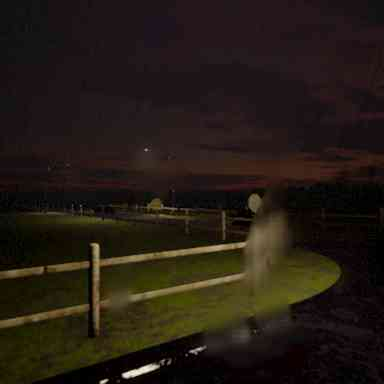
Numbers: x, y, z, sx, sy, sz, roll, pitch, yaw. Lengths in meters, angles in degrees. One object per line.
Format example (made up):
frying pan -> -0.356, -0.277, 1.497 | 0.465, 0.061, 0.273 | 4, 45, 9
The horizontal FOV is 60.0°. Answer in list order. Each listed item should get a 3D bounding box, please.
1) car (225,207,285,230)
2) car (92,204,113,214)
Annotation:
car -> 4.284, 1.808, 23.606 | 1.837, 1.490, 4.892 | 0, -1, -34
car -> -13.213, 2.458, 49.172 | 1.994, 1.385, 4.181 | 0, -1, -35
